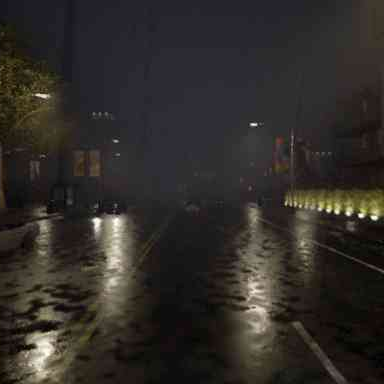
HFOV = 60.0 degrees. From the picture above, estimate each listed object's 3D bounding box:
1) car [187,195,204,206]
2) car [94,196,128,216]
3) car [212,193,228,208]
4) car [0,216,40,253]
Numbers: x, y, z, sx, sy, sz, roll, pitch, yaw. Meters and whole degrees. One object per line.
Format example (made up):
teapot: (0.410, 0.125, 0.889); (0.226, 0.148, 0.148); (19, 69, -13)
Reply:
car: (0.420, 1.198, 45.868); (1.812, 1.442, 4.674); (0, 1, 7)
car: (-7.084, 1.142, 29.296); (2.097, 1.767, 4.553); (0, 0, 0)
car: (3.636, 1.240, 43.038); (2.033, 1.411, 5.357); (0, 0, 3)
car: (-7.101, 1.520, 11.266); (1.895, 1.301, 4.718); (0, 0, 0)
